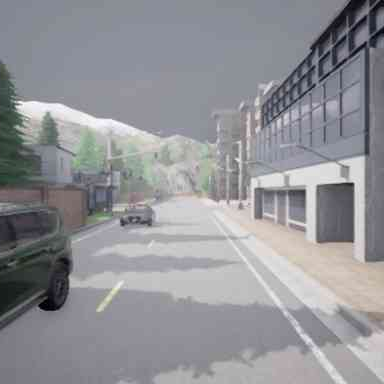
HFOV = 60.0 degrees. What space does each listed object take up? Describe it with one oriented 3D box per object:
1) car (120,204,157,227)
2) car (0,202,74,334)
[{"bbox_3d":[-3.512,1.536,22.358,1.994,1.385,4.181,0,0,0],"label":"car"},{"bbox_3d":[-3.589,1.217,4.870,2.150,2.045,5.566,0,0,1],"label":"car"}]
